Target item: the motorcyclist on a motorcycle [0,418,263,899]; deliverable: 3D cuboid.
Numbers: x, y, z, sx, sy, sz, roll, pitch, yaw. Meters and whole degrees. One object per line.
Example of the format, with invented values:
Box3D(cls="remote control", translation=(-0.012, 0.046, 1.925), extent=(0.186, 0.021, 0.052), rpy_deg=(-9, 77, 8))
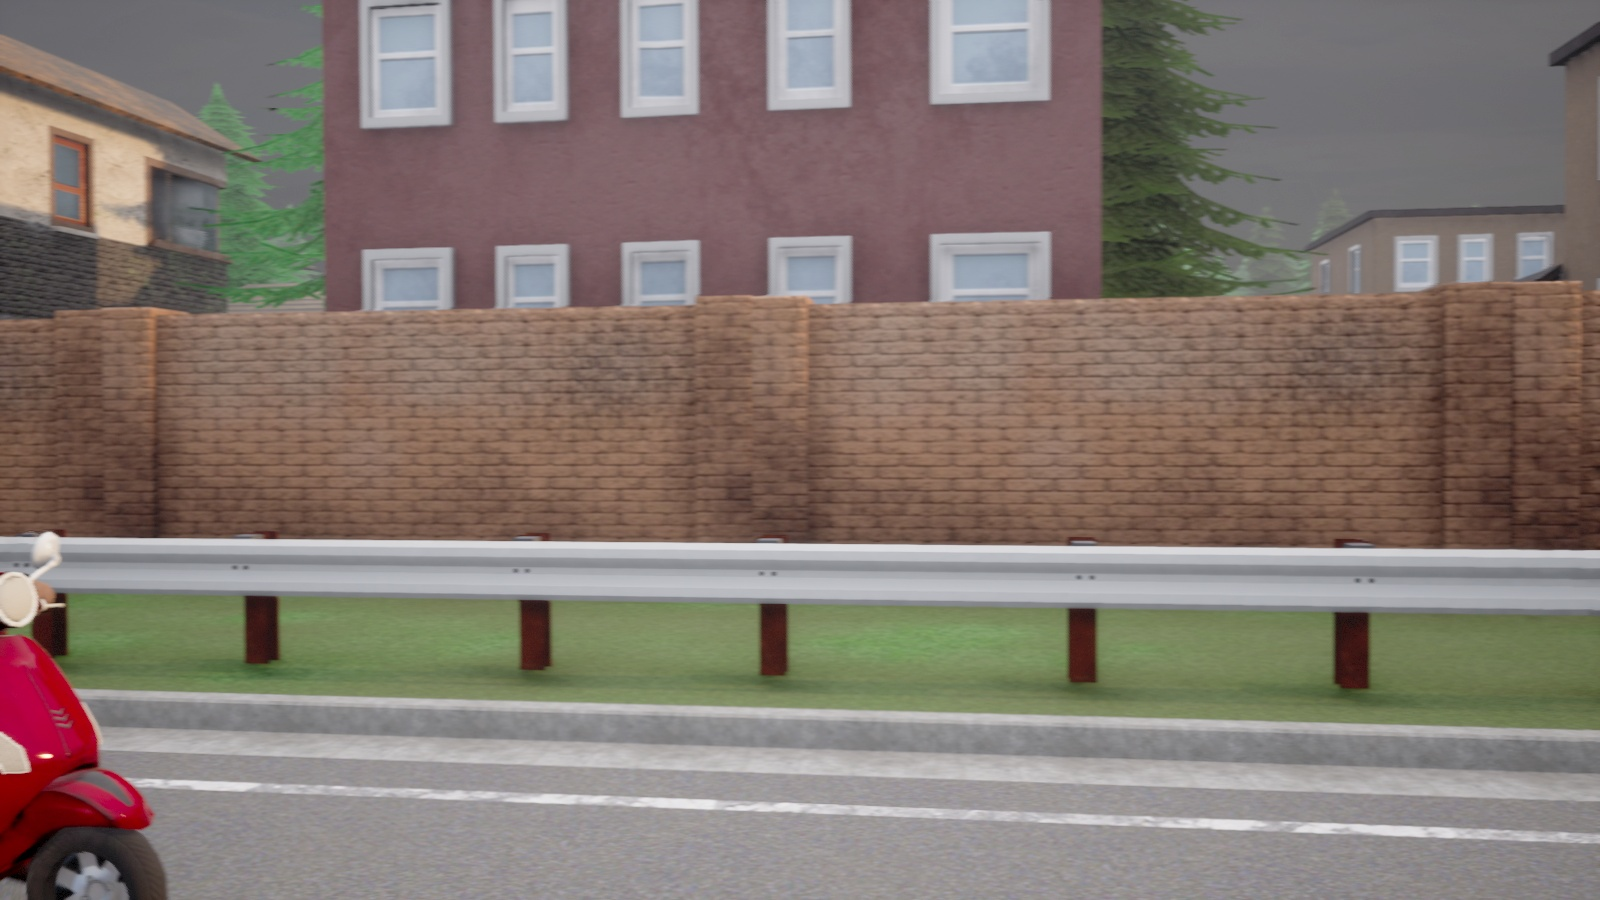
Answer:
Box3D(cls="motorcyclist on a motorcycle", translation=(-2.701, 0.700, 3.758), extent=(1.817, 1.590, 0.866), rpy_deg=(0, 1, 8))
